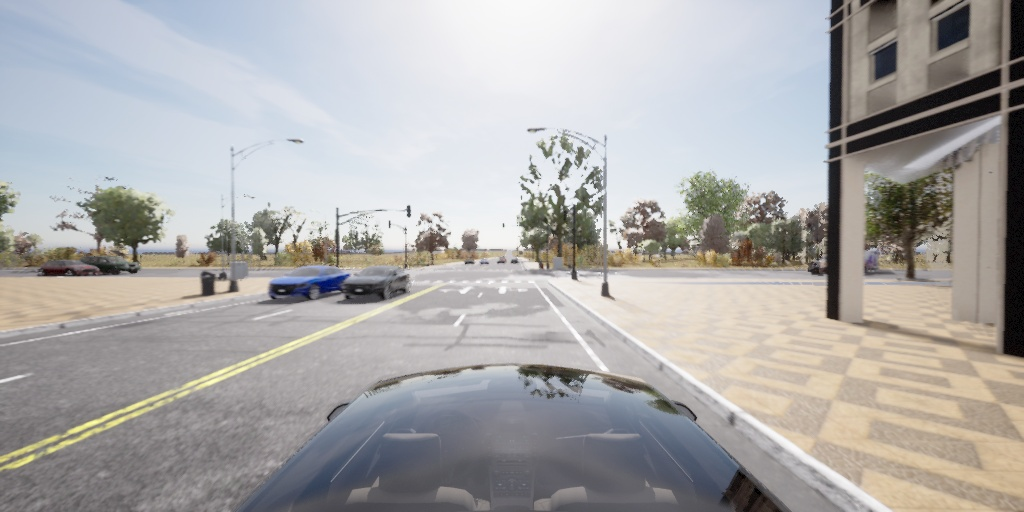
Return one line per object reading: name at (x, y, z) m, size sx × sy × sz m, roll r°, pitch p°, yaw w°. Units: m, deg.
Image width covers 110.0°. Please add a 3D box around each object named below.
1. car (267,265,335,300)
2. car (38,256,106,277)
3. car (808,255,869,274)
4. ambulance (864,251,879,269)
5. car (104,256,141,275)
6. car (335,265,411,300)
car at (-9.806, 1.222, 17.793) m, size 1.882 × 1.535 × 5.008 m, roll 0°, pitch 0°, yaw 0°
car at (-44.578, 1.200, 36.148) m, size 4.553 × 1.767 × 2.097 m, roll 0°, pitch 1°, yaw 3°
car at (34.756, 1.024, 38.604) m, size 4.553 × 1.767 × 2.097 m, roll 0°, pitch 1°, yaw 3°
ambulance at (38.388, 0.646, 41.609) m, size 6.366 × 2.431 × 2.351 m, roll 0°, pitch 1°, yaw 3°
car at (-44.233, 1.018, 39.395) m, size 5.566 × 2.045 × 2.150 m, roll 0°, pitch 1°, yaw 3°
car at (-6.554, 1.222, 17.905) m, size 1.882 × 1.535 × 5.008 m, roll 0°, pitch 0°, yaw 0°
